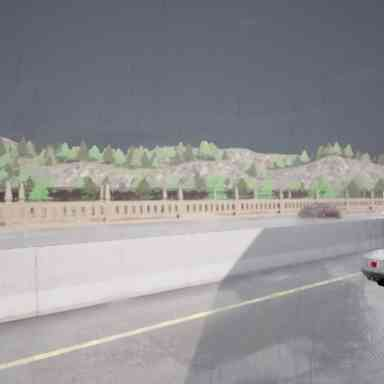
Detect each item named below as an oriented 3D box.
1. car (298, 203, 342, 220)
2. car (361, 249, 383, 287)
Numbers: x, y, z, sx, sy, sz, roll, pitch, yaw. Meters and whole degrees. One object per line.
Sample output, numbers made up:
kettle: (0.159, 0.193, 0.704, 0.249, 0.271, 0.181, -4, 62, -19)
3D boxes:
car: (11.253, 1.697, 29.178, 4.181, 1.385, 1.994, 0, 0, -35)
car: (6.235, 1.651, 8.192, 4.718, 1.301, 1.895, 0, 0, -36)
